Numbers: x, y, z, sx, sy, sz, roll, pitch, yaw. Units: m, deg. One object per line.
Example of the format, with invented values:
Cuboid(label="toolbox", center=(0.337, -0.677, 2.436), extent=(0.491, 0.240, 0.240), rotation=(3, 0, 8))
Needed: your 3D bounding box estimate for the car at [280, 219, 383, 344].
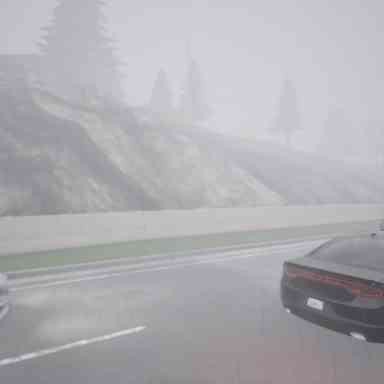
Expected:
Cuboid(label="car", center=(3.816, 1.468, 6.225), extent=(5.008, 1.535, 1.882), rotation=(0, 0, -35))

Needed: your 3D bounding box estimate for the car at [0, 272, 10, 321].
Cuboid(label="car", center=(-5.060, 1.476, 4.378), extent=(4.674, 1.442, 1.812), rotation=(0, 0, -36))
